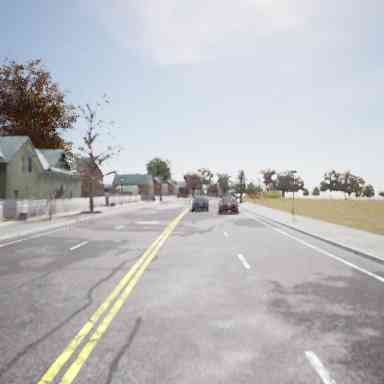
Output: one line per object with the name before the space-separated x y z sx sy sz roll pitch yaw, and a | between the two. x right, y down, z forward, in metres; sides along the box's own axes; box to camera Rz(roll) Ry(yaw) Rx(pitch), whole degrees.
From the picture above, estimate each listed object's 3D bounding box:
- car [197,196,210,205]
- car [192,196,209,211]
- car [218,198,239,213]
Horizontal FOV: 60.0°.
car | 2.131 1.578 60.996 2.128 1.511 4.902 0 0 4
car | 1.099 1.400 41.715 2.097 1.767 4.553 0 0 3
car | 4.038 1.456 37.486 2.097 1.767 4.553 0 0 2
